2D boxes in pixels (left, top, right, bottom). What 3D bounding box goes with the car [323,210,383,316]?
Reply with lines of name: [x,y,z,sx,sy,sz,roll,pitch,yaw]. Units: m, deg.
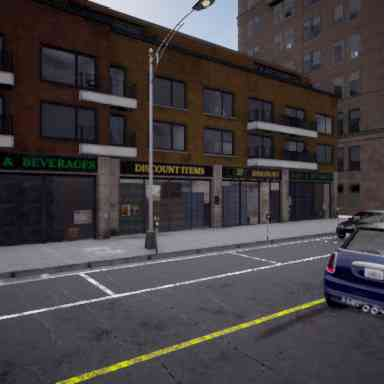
car: [4.680,1.351,6.620,4.553,1.767,2.097,0,0,-35]

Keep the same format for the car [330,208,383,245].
car: [8.836,1.567,16.200,4.313,1.339,1.947,0,0,-35]
